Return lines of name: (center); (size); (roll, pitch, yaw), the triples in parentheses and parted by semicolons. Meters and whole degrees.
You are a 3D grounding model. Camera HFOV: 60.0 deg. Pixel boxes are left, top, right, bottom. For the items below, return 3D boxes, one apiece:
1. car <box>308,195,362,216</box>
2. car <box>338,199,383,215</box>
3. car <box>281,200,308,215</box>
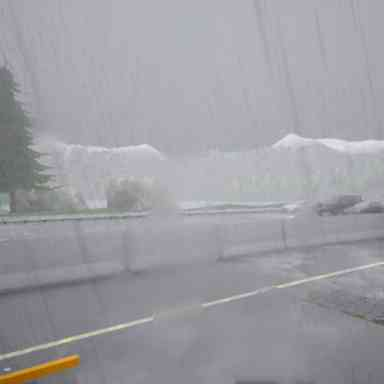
car: (14.855, 1.307, 33.446); (5.566, 2.045, 2.150); (0, 0, -25)
car: (15.801, 1.586, 29.999); (4.674, 1.442, 1.812); (0, 0, -25)
car: (11.725, 1.646, 35.787); (4.674, 1.442, 1.812); (0, 0, -26)
